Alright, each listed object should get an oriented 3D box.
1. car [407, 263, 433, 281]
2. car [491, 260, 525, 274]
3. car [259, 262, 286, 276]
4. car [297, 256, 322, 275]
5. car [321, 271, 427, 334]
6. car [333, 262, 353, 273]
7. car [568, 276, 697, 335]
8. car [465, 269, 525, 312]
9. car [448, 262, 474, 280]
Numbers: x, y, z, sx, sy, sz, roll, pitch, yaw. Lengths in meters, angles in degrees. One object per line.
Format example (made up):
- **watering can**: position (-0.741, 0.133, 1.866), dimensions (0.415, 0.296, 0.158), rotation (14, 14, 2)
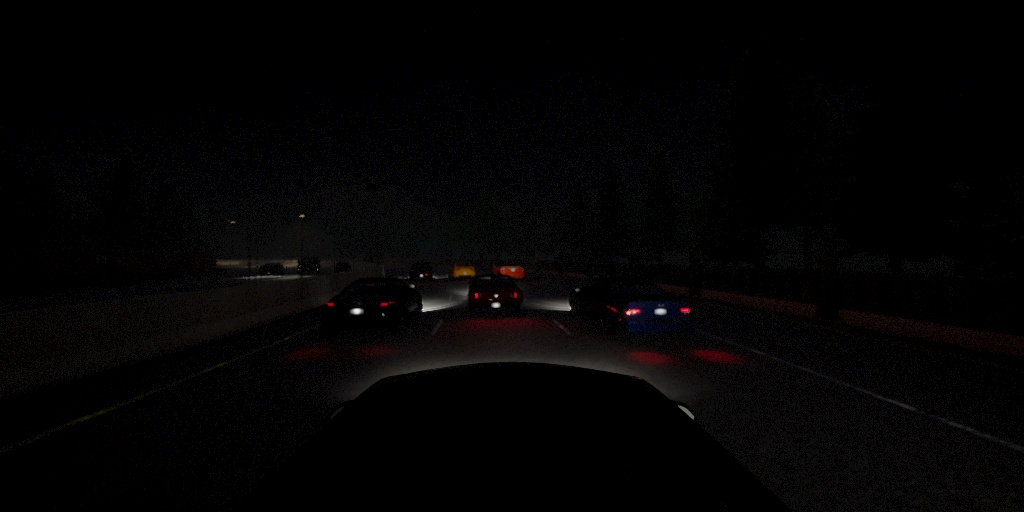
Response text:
- **car**: position (-7.814, 1.303, 30.674), dimensions (1.837, 1.490, 4.892), rotation (0, 0, -16)
- **car**: position (-0.462, 1.136, 30.247), dimensions (2.097, 1.767, 4.553), rotation (0, 0, -15)
- **car**: position (-26.274, 1.391, 39.484), dimensions (2.033, 1.411, 5.357), rotation (0, 0, -25)
- **car**: position (-23.423, 1.064, 41.573), dimensions (2.150, 2.045, 5.566), rotation (0, 0, -26)
- **car**: position (-3.972, 1.332, 10.787), dimensions (1.994, 1.385, 4.181), rotation (0, 0, -5)
- **car**: position (-19.511, 1.380, 41.518), dimensions (2.033, 1.411, 5.357), rotation (0, 0, -25)
- **car**: position (3.120, 1.302, 10.542), dimensions (2.033, 1.411, 5.357), rotation (0, 0, -5)
- **car**: position (-0.806, 1.367, 14.298), dimensions (1.895, 1.301, 4.718), rotation (0, 0, -7)
- **car**: position (-4.586, 1.271, 32.096), dimensions (1.882, 1.535, 5.008), rotation (0, 0, -16)
